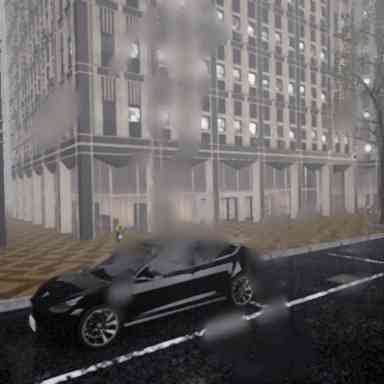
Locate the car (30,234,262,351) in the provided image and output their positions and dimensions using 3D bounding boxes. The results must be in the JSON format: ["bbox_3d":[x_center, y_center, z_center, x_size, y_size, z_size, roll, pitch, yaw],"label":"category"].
[{"bbox_3d":[-0.573,1.520,6.151,4.313,1.339,1.947,-1,0,-35],"label":"car"}]
